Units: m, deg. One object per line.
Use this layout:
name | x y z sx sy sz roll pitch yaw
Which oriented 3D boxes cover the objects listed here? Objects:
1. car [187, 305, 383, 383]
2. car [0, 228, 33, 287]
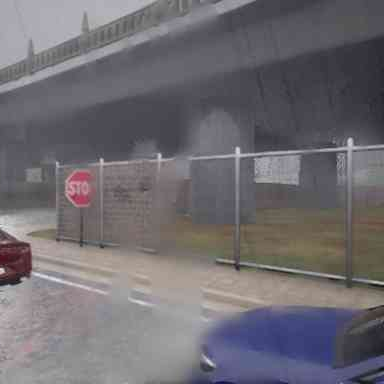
car | 2.148 1.526 2.404 4.674 1.442 1.812 0 0 35
car | -5.879 1.418 8.059 5.008 1.535 1.882 0 0 35
